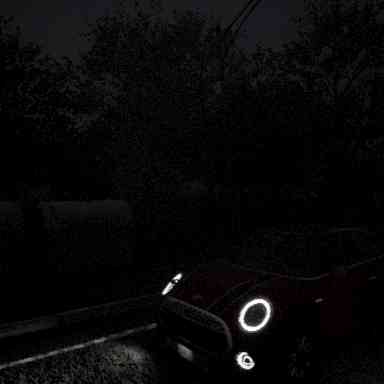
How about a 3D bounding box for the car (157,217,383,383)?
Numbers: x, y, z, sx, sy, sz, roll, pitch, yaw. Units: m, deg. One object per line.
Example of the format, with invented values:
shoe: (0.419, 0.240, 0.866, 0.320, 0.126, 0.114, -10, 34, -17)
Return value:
car: (1.674, 1.353, 5.441, 4.553, 1.767, 2.097, 0, 0, -38)
